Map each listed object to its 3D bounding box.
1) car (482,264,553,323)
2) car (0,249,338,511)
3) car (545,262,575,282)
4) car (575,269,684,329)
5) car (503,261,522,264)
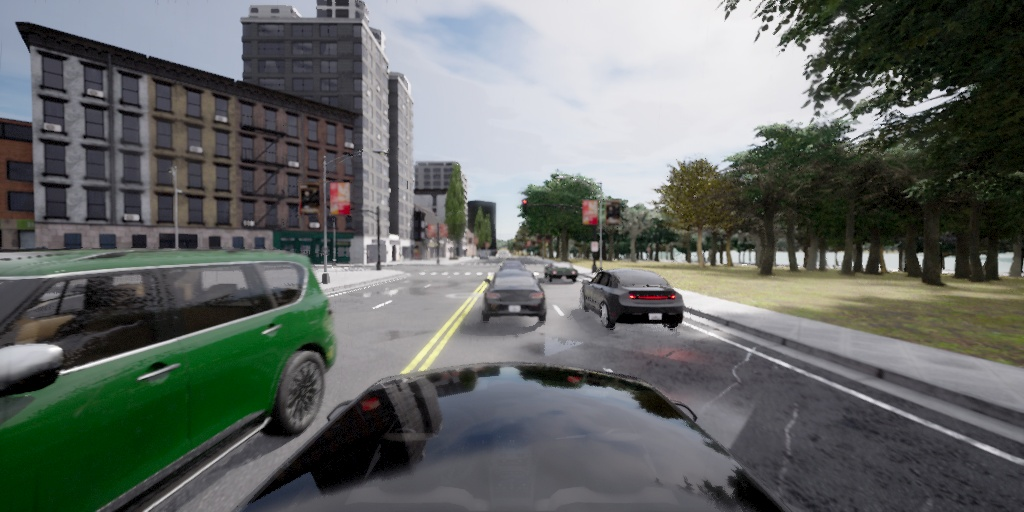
[{"bbox_3d":[0.070,1.151,11.498,1.812,1.442,4.674,0,1,0],"label":"car"},{"bbox_3d":[-3.353,0.963,2.459,2.150,2.045,5.566,0,1,0],"label":"car"},{"bbox_3d":[3.276,1.054,24.876,1.895,1.301,4.718,0,1,0],"label":"car"},{"bbox_3d":[3.320,1.138,10.733,1.837,1.490,4.892,0,1,0],"label":"car"},{"bbox_3d":[0.033,1.025,24.343,1.994,1.385,4.181,0,1,-1],"label":"car"}]
